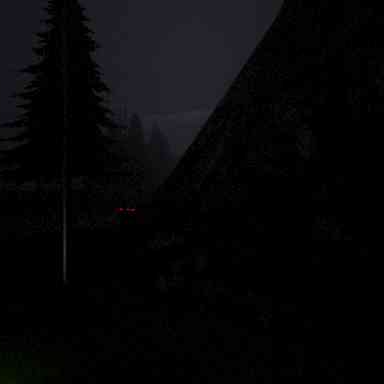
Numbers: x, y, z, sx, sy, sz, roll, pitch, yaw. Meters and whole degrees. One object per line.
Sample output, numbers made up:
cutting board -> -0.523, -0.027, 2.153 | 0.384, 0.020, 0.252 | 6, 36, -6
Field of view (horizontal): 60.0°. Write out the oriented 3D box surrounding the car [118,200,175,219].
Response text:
car -> -3.536, 1.318, 26.754 | 2.033, 1.411, 5.357 | 0, 1, 31
